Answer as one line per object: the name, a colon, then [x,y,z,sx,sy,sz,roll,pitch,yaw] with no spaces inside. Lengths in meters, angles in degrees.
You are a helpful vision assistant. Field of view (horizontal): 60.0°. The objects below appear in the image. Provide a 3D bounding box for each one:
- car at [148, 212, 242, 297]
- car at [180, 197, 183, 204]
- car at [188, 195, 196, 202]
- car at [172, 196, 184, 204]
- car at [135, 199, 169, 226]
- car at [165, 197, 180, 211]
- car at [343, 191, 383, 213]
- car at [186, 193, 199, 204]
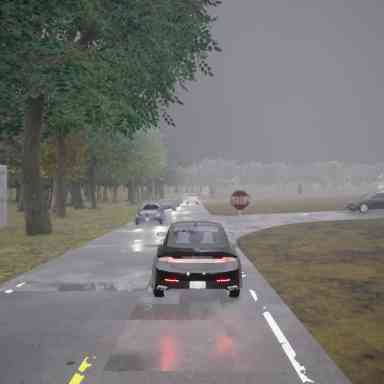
car: [0.093,1.490,8.534,2.128,1.511,4.902,0,0,0]
car: [-2.837,1.642,52.215,1.895,1.301,4.718,0,0,0]
car: [-0.018,1.555,80.391,1.882,1.535,5.008,0,0,0]
car: [-2.787,1.614,66.711,2.033,1.411,5.357,0,0,0]
car: [-2.894,1.501,23.813,1.812,1.442,4.674,-2,0,0]
car: [-2.854,1.530,40.587,1.837,1.490,4.892,0,-1,0]
car: [14.204,0.723,25.521,4.892,1.490,1.837,-3,1,1]
car: [0.085,1.282,63.214,2.150,2.045,5.566,0,0,0]
